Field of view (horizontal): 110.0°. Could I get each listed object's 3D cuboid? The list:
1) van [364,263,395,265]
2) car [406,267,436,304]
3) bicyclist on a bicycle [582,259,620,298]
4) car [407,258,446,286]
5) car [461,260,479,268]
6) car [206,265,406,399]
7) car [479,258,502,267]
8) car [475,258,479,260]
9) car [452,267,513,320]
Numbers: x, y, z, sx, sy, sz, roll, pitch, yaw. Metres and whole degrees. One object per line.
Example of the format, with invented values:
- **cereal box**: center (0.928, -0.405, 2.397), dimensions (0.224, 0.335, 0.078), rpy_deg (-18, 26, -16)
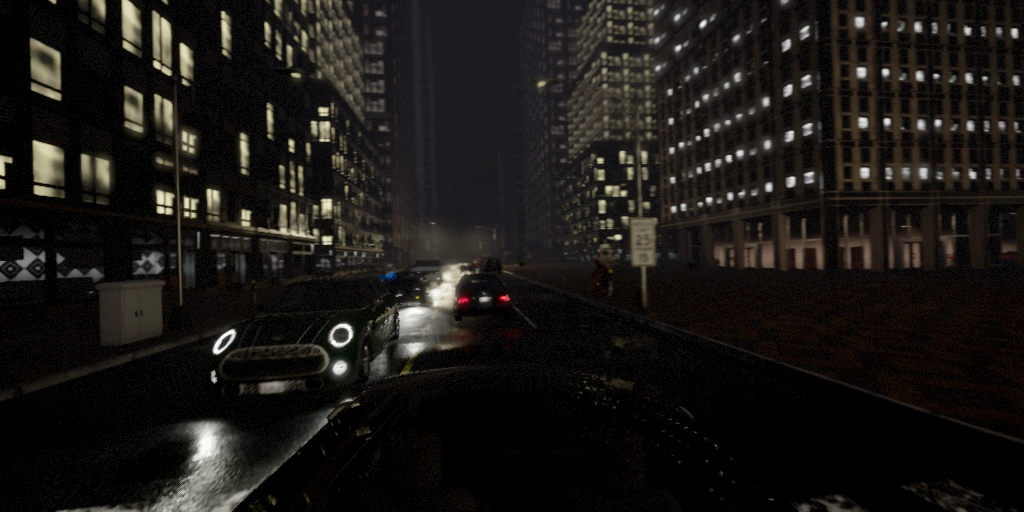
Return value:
- **van**: center (-8.254, 1.327, 22.259), dimensions (1.690, 1.789, 3.998), rpy_deg (0, 0, -8)
- **car**: center (-4.940, 1.455, 16.943), dimensions (1.994, 1.385, 4.181), rpy_deg (-2, 0, -7)
- **bicyclist on a bicycle**: center (3.688, 0.941, 14.849), dimensions (1.656, 1.620, 0.582), rpy_deg (-1, 0, -8)
- **car**: center (-6.320, 1.151, 27.102), dimensions (2.150, 2.045, 5.566), rpy_deg (-2, 0, -7)
- **car**: center (-5.362, 1.498, 43.926), dimensions (1.895, 1.301, 4.718), rpy_deg (-2, 0, -8)
- **car**: center (-3.597, 1.205, 7.092), dimensions (2.097, 1.767, 4.553), rpy_deg (-2, 0, -8)
- **car**: center (-2.180, 1.121, 39.851), dimensions (2.192, 1.841, 5.009), rpy_deg (0, 0, -8)
- **car**: center (-3.665, 1.161, 50.830), dimensions (2.192, 1.841, 5.009), rpy_deg (0, 0, -8)
- **car**: center (-1.141, 1.329, 12.909), dimensions (2.033, 1.411, 5.357), rpy_deg (-2, 0, -8)
